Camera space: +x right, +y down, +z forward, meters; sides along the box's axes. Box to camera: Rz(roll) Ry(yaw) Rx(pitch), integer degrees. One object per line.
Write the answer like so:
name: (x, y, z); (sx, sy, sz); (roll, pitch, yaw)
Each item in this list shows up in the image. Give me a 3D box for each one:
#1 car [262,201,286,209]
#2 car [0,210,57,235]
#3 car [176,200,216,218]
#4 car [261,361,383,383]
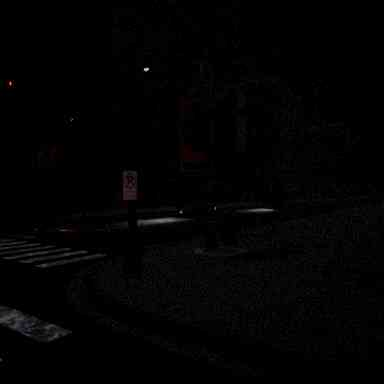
car: (11.534, 1.683, 46.813); (1.895, 1.301, 4.718); (0, 0, 36)
car: (-9.557, 1.611, 17.050); (1.895, 1.301, 4.718); (0, 0, 35)
car: (0.451, 1.531, 31.217); (2.128, 1.511, 4.902); (0, 0, 35)
car: (2.176, 1.551, 1.294); (4.403, 1.369, 2.008); (0, 0, 36)
